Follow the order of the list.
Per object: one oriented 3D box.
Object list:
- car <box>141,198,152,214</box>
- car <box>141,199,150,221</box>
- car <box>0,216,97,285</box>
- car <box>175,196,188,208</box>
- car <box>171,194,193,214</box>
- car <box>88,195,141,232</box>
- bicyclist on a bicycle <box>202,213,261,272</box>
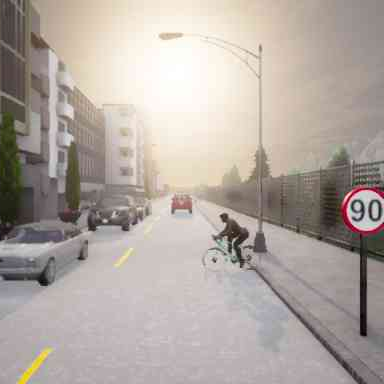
[{"bbox_3d":[-5.085,1.340,32.060,2.097,1.767,4.553,0,0,-1],"label":"car"},{"bbox_3d":[-4.861,1.554,27.083,1.994,1.385,4.181,0,0,-2],"label":"car"},{"bbox_3d":[-4.368,1.598,9.547,1.895,1.301,4.718,0,0,-2],"label":"car"},{"bbox_3d":[-1.562,1.459,49.241,1.882,1.535,5.008,0,0,-1],"label":"car"},{"bbox_3d":[-1.095,1.206,35.881,2.150,2.045,5.566,0,0,-2],"label":"car"},{"bbox_3d":[-4.736,1.216,20.535,2.150,2.045,5.566,0,0,-2],"label":"car"},{"bbox_3d":[1.085,1.406,9.273,1.656,1.620,0.582,-2,0,-2],"label":"bicyclist on a bicycle"}]
